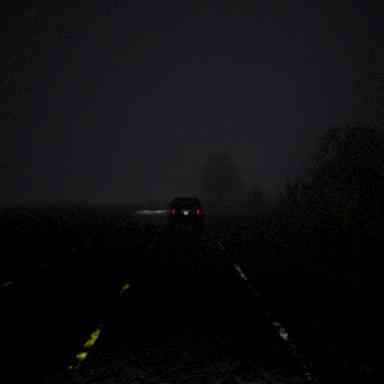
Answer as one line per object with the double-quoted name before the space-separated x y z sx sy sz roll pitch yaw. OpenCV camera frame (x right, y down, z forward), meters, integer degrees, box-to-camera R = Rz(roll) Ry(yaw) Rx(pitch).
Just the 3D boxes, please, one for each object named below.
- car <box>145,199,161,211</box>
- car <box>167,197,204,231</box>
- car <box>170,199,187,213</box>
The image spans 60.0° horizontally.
"car" -5.219 1.729 45.110 1.812 1.442 4.674 0 0 -5
"car" -0.465 1.315 21.671 2.150 2.045 5.566 0 0 -3
"car" -1.732 1.682 40.661 1.837 1.490 4.892 0 -1 -5
